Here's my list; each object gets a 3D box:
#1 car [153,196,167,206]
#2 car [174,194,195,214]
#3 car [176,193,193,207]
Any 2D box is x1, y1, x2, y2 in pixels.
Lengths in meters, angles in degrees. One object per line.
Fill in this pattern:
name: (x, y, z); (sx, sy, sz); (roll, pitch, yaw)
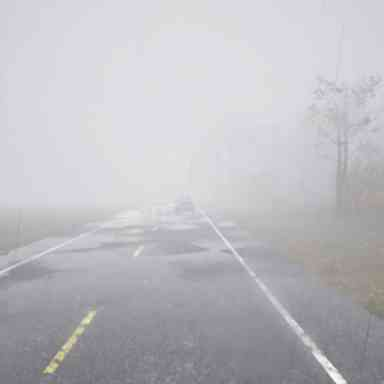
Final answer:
car: (-4.640, 1.299, 48.718); (1.812, 1.442, 4.674); (-1, 0, -1)
car: (-0.725, 1.296, 32.504); (2.128, 1.511, 4.902); (-1, 0, -1)
car: (-1.027, 1.077, 45.502); (2.097, 1.767, 4.553); (-1, 0, -1)
